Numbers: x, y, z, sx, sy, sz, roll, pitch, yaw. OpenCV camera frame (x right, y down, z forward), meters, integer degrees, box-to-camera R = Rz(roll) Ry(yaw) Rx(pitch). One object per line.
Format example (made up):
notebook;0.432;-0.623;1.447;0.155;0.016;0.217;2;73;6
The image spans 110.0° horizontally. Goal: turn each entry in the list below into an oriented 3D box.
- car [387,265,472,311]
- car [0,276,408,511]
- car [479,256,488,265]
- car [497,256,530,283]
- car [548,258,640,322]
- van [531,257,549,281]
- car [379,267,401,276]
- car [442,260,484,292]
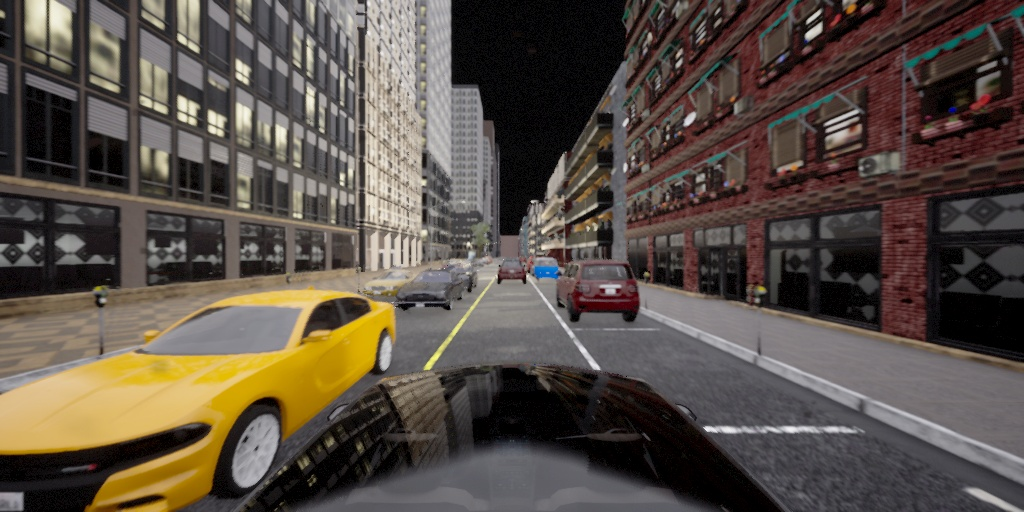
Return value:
car;-3.084;1.271;14.700;2.033;1.411;5.357;0;0;0
car;-3.083;1.221;4.676;1.882;1.535;5.008;0;0;0
car;-5.714;1.192;62.119;2.007;1.370;4.403;0;0;0
car;0.011;1.051;26.973;2.097;1.767;4.553;0;0;0
car;2.685;1.044;12.166;2.192;1.841;5.009;0;0;0
van;2.679;1.038;28.819;1.690;1.789;3.998;0;0;0
car;-5.697;1.242;17.543;1.751;1.417;4.829;0;0;0
car;-3.008;1.204;20.562;2.128;1.511;4.902;0;0;0
